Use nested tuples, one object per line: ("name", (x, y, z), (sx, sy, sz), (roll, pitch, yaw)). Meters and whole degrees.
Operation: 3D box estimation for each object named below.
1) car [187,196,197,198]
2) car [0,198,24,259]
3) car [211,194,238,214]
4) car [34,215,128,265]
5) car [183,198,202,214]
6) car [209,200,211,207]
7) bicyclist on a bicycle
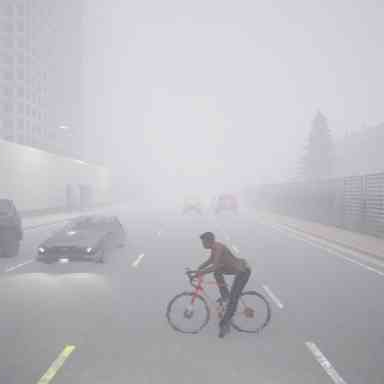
("car", (-0.017, 1.352, 45.061), (2.097, 1.767, 4.553), (0, 0, 0))
("car", (-7.102, 1.219, 9.673), (2.150, 2.045, 5.566), (0, 0, 0))
("car", (3.493, 1.220, 35.001), (2.150, 2.045, 5.566), (0, 0, 1))
("car", (-3.605, 1.547, 12.024), (2.033, 1.411, 5.357), (0, 0, 0))
("car", (0.041, 1.600, 35.174), (1.895, 1.301, 4.718), (0, 0, 0))
("car", (3.480, 1.526, 46.897), (1.812, 1.442, 4.674), (0, 0, 0))
("bicyclist on a bicycle", (0.417, 1.453, 5.256), (1.656, 1.620, 0.582), (-1, 0, 0))
